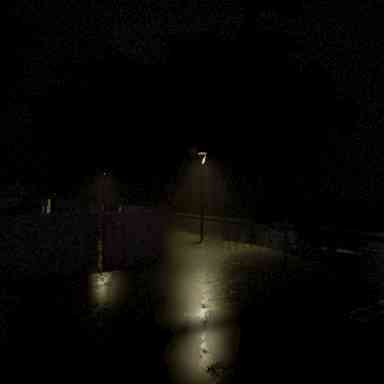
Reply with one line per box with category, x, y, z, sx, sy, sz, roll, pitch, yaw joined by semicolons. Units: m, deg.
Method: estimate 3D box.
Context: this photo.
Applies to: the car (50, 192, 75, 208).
car;-17.292;1.042;44.308;2.150;2.045;5.566;0;0;-35
